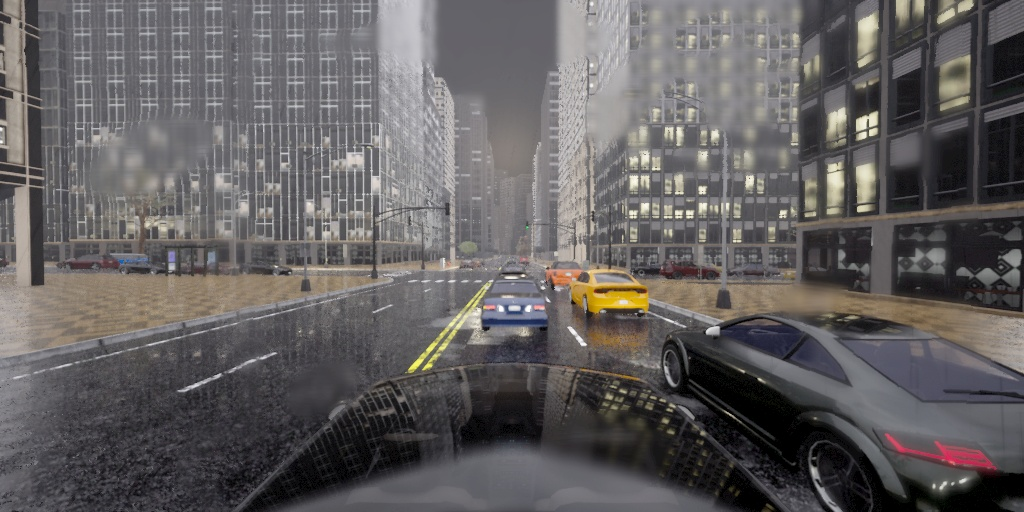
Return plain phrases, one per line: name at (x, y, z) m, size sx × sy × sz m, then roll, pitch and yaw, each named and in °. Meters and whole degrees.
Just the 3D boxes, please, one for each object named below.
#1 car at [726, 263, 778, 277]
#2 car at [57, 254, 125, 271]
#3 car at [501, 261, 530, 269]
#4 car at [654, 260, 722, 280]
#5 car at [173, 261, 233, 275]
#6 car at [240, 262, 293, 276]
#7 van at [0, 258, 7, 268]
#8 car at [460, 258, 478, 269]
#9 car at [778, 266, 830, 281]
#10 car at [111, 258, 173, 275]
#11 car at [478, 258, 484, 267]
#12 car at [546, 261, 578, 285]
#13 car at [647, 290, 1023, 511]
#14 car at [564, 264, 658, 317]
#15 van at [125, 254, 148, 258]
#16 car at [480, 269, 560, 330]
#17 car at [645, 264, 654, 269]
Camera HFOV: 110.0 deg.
car at (25.619, 1.505, 38.467) m, size 5.357 × 1.411 × 2.033 m, roll 1°, pitch 1°, yaw 1°
car at (-46.470, 0.664, 39.639) m, size 4.553 × 1.767 × 2.097 m, roll 1°, pitch 1°, yaw 1°
car at (0.067, 1.240, 21.367) m, size 2.128 × 1.511 × 4.902 m, roll 0°, pitch 0°, yaw 0°
car at (16.140, 1.280, 32.837) m, size 5.009 × 1.841 × 2.192 m, roll 0°, pitch 0°, yaw 1°
car at (-28.470, 1.150, 33.420) m, size 4.207 × 1.307 × 1.802 m, roll 0°, pitch 0°, yaw 1°
car at (-22.786, 1.186, 33.297) m, size 4.313 × 1.339 × 1.948 m, roll 0°, pitch 0°, yaw 1°
van at (-51.196, 0.700, 33.953) m, size 3.998 × 1.789 × 1.690 m, roll 0°, pitch 0°, yaw 1°
car at (-6.683, 1.299, 54.252) m, size 1.994 × 1.385 × 4.181 m, roll 0°, pitch 0°, yaw 0°
car at (27.588, 1.590, 32.660) m, size 4.829 × 1.417 × 1.751 m, roll 0°, pitch 0°, yaw 1°
car at (-34.151, 1.082, 33.584) m, size 4.313 × 1.339 × 1.948 m, roll 0°, pitch 0°, yaw 1°
car at (-6.669, 1.079, 64.254) m, size 2.097 × 1.767 × 4.553 m, roll 0°, pitch 0°, yaw 0°
car at (3.341, 1.099, 23.160) m, size 2.097 × 1.767 × 4.553 m, roll 0°, pitch 0°, yaw 1°
car at (3.340, 1.314, 4.047) m, size 1.994 × 1.385 × 4.181 m, roll 0°, pitch 0°, yaw 0°
car at (3.330, 1.227, 13.183) m, size 1.882 × 1.535 × 5.008 m, roll 0°, pitch 0°, yaw 0°
van at (-45.358, 0.621, 42.225) m, size 3.998 × 1.789 × 1.690 m, roll 0°, pitch 0°, yaw 1°
car at (0.086, 1.297, 11.110) m, size 2.033 × 1.411 × 5.357 m, roll 0°, pitch 0°, yaw 1°
car at (15.205, 1.467, 38.631) m, size 4.718 × 1.301 × 1.895 m, roll 1°, pitch 1°, yaw 1°
